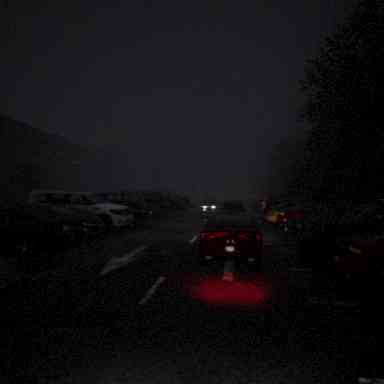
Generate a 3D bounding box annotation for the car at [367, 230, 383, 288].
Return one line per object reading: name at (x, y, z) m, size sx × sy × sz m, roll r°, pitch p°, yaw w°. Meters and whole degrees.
car at (5.614, 1.549, 5.092) m, size 4.674 × 1.452 × 2.002 m, roll 1°, pitch 1°, yaw 7°

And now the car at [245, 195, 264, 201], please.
car at (15.746, 1.491, 84.277) m, size 4.674 × 1.452 × 2.002 m, roll 1°, pitch 0°, yaw 7°

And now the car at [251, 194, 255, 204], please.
car at (10.175, 1.313, 40.881) m, size 5.008 × 1.535 × 2.097 m, roll 1°, pitch 0°, yaw 7°

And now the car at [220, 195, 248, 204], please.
car at (3.313, 1.317, 26.815) m, size 1.837 × 1.490 × 4.892 m, roll 1°, pitch 1°, yaw 8°

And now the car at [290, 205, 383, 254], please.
car at (6.680, 1.480, 13.253) m, size 4.792 × 1.488 × 2.163 m, roll 1°, pitch 0°, yaw 7°

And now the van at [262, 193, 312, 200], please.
van at (8.874, 1.127, 29.820) m, size 4.442 × 1.987 × 1.878 m, roll 1°, pitch 0°, yaw 7°

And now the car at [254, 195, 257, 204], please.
car at (9.817, 1.358, 38.118) m, size 4.674 × 1.452 × 2.002 m, roll 1°, pitch 0°, yaw 7°

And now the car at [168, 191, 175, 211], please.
car at (-4.254, 1.010, 31.437) m, size 4.553 × 1.767 × 2.185 m, roll 1°, pitch 0°, yaw 7°

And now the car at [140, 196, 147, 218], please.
car at (-5.643, 1.202, 20.310) m, size 5.008 × 1.535 × 2.097 m, roll 1°, pitch 0°, yaw 7°

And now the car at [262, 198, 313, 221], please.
car at (7.518, 1.394, 21.570) m, size 5.366 × 1.575 × 1.946 m, roll 1°, pitch 0°, yaw 7°

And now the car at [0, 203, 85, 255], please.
car at (-6.723, 1.283, 11.971) m, size 4.792 × 1.488 × 2.163 m, roll 1°, pitch 1°, yaw 7°

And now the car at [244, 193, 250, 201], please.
car at (14.510, 1.455, 74.658) m, size 4.674 × 1.452 × 2.002 m, roll 1°, pitch 0°, yaw 7°

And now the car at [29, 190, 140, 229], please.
car at (-5.958, 0.968, 17.522) m, size 5.566 × 2.045 × 2.435 m, roll 1°, pitch 0°, yaw 7°

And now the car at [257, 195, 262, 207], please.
car at (9.079, 1.212, 32.598) m, size 4.553 × 1.767 × 2.185 m, roll 1°, pitch 0°, yaw 7°

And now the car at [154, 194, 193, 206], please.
car at (-2.450, 1.098, 45.332) m, size 4.892 × 1.521 × 2.231 m, roll 1°, pitch 0°, yaw 7°

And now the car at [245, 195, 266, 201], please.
car at (15.327, 1.440, 81.028) m, size 4.892 × 1.521 × 2.231 m, roll 1°, pitch 0°, yaw 7°

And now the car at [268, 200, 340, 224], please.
car at (8.049, 1.424, 24.310) m, size 4.674 × 1.452 × 2.002 m, roll 1°, pitch 0°, yaw 7°

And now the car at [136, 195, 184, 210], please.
car at (-3.508, 1.112, 36.994) m, size 4.892 × 1.521 × 2.231 m, roll 1°, pitch 0°, yaw 7°

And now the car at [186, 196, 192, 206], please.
car at (-2.768, 0.848, 42.549) m, size 5.566 × 2.045 × 2.435 m, roll 1°, pitch 0°, yaw 7°

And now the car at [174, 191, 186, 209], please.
car at (-3.838, 0.872, 34.207) m, size 5.566 × 2.045 × 2.435 m, roll 1°, pitch 0°, yaw 7°

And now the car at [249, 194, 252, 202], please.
car at (10.875, 1.313, 46.406) m, size 5.008 × 1.535 × 2.097 m, roll 1°, pitch 0°, yaw 7°

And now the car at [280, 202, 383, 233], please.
car at (6.972, 1.462, 16.023) m, size 4.792 × 1.488 × 2.163 m, roll 1°, pitch 0°, yaw 7°

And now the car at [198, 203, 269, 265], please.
car at (1.364, 1.381, 11.470) m, size 1.882 × 1.535 × 5.008 m, roll 1°, pitch 0°, yaw 8°

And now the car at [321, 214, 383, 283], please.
car at (5.946, 1.489, 7.732) m, size 5.008 × 1.535 × 2.097 m, roll 1°, pitch 1°, yaw 7°

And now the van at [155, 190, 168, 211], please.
van at (-4.690, 0.925, 28.665) m, size 4.442 × 1.987 × 1.878 m, roll 1°, pitch 0°, yaw 7°

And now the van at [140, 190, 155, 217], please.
van at (-5.166, 0.962, 23.074) m, size 4.442 × 1.987 × 1.878 m, roll 1°, pitch 0°, yaw 7°

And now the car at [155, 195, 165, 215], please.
car at (-4.938, 1.170, 25.872) m, size 4.892 × 1.521 × 2.231 m, roll 1°, pitch 0°, yaw 7°

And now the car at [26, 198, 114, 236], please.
car at (-6.347, 1.236, 14.743) m, size 4.892 × 1.521 × 2.231 m, roll 1°, pitch 0°, yaw 7°

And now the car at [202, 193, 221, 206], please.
car at (2.636, 1.246, 48.016) m, size 2.033 × 1.411 × 5.357 m, roll 1°, pitch 0°, yaw 8°

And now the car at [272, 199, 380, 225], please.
car at (7.346, 1.417, 18.783) m, size 5.008 × 1.535 × 2.097 m, roll 1°, pitch 0°, yaw 7°
